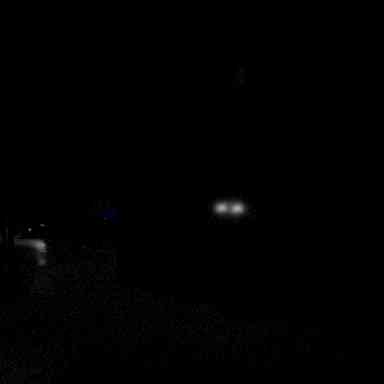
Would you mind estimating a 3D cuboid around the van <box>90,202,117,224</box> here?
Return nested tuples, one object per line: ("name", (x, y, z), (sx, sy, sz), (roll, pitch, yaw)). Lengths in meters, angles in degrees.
("van", (-6.070, 1.613, 25.233), (1.690, 1.788, 3.998), (-1, -1, 35))

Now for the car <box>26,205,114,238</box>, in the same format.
("car", (-7.111, 1.725, 19.244), (1.812, 1.442, 4.674), (0, -1, 35))
